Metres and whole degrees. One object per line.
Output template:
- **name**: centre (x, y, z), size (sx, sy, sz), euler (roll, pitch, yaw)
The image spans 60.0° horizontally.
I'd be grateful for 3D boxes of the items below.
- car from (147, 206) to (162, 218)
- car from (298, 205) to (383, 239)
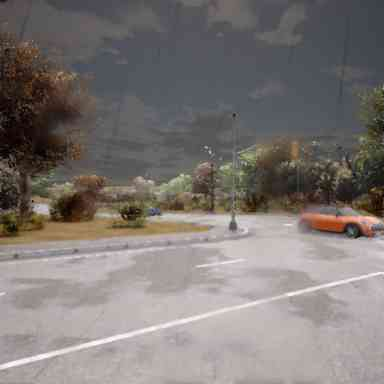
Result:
- **car**: centre (-5.411, 2.389, 40.458), size (1.882, 1.535, 5.008), euler (1, -3, -33)
- **car**: centre (8.425, 1.572, 18.992), size (2.097, 1.767, 4.553), euler (1, -1, -33)
